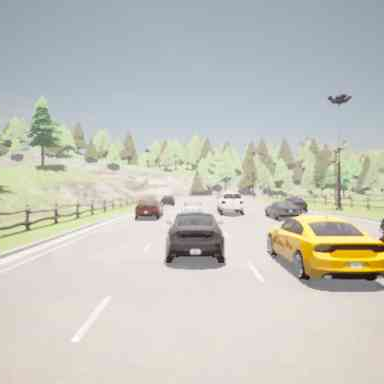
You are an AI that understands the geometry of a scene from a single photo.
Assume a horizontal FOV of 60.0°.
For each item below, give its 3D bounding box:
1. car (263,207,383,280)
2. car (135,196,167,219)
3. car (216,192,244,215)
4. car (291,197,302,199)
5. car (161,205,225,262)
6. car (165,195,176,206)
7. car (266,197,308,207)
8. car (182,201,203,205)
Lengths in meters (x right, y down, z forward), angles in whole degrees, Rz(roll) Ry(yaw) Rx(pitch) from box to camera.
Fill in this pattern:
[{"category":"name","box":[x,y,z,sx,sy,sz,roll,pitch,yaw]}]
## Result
[{"category":"car","box":[3.600,1.424,9.762,1.882,1.535,5.008,0,1,0]},{"category":"car","box":[-3.434,1.330,27.300,1.882,1.535,5.008,0,1,0]},{"category":"car","box":[3.586,1.051,31.841,2.150,2.045,5.566,0,1,0]},{"category":"car","box":[10.589,1.318,34.871,1.837,1.490,4.892,0,1,0]},{"category":"car","box":[0.097,1.440,11.833,1.837,1.490,4.892,0,0,0]},{"category":"car","box":[-3.411,1.245,48.067,1.837,1.490,4.892,0,0,0]},{"category":"car","box":[7.063,1.406,26.290,2.033,1.411,5.357,0,0,0]},{"category":"car","box":[0.076,1.443,29.311,1.895,1.301,4.718,0,0,0]}]
